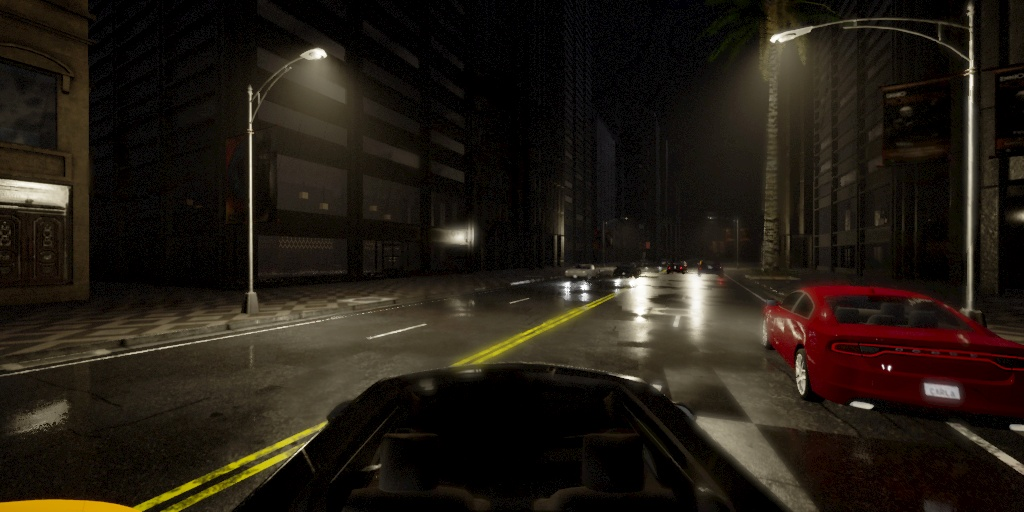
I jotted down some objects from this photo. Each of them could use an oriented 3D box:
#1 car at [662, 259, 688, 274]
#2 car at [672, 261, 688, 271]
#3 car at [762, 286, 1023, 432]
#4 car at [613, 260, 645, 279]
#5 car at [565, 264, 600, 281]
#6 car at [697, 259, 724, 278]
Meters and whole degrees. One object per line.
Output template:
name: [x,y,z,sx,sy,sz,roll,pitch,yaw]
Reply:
car: [18.656,1.317,40.748,2.033,1.411,5.357,0,0,27]
car: [23.545,1.381,50.245,1.895,1.301,4.718,0,0,27]
car: [5.514,1.228,5.852,1.882,1.535,5.008,0,0,27]
car: [10.420,1.326,32.289,1.994,1.385,4.181,0,0,27]
car: [6.120,1.361,31.034,1.895,1.301,4.718,0,0,27]
car: [19.295,1.118,34.925,2.097,1.767,4.553,0,0,27]
